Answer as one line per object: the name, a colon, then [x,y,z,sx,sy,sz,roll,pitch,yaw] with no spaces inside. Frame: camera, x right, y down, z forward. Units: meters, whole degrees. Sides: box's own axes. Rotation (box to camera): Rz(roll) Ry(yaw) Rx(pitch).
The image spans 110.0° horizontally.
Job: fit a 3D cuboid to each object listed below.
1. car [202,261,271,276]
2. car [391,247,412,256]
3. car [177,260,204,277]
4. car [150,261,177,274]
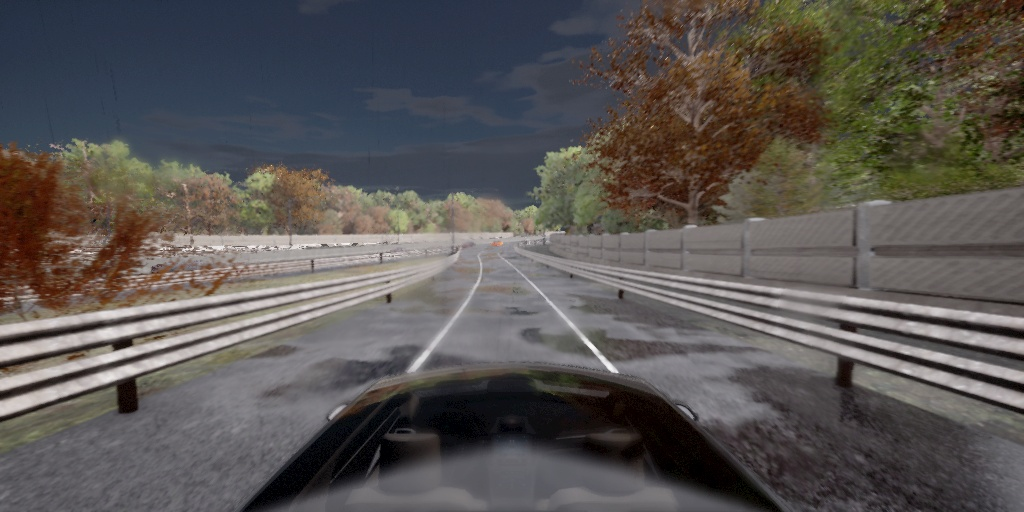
car: [-25.326,1.232,33.397,1.895,1.301,4.718,1,4,19]
car: [-19.076,-0.809,61.950,1.994,1.385,4.181,1,4,19]
car: [-28.673,1.148,34.410,1.994,1.385,4.181,1,4,19]
car: [-32.005,1.080,35.489,2.033,1.411,5.357,1,4,19]
